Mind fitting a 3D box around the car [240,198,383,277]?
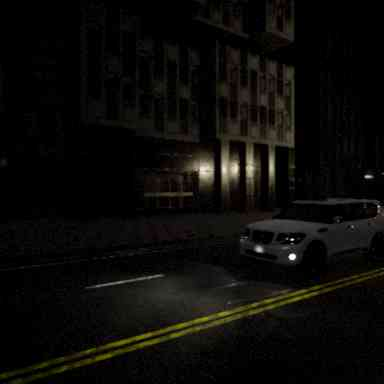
[{"bbox_3d":[4.094,1.222,10.592,5.566,2.045,2.150,0,0,-35],"label":"car"}]
